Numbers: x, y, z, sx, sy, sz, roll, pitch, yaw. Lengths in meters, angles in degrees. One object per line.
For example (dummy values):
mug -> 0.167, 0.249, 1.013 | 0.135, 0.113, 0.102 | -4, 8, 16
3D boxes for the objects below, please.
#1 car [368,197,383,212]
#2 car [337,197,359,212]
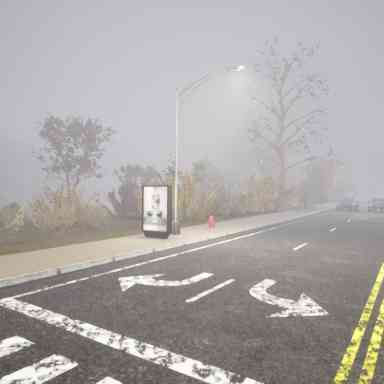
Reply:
car -> 21.463, 1.393, 38.137 | 2.097, 1.767, 4.553 | 0, 0, 30
car -> 18.659, 1.390, 39.780 | 2.097, 1.767, 4.553 | 0, 0, 30
